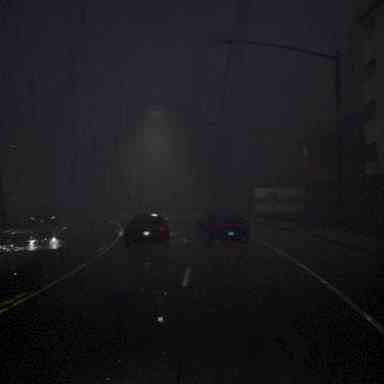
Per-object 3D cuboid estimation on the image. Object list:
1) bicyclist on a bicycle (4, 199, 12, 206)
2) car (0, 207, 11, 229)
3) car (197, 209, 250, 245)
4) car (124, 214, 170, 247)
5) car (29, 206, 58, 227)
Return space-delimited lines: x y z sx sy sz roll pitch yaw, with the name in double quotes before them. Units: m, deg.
"bicyclist on a bicycle" -40.711 2.371 73.465 1.656 1.620 0.582 1 -3 -21
"car" -14.784 1.850 24.657 1.882 1.535 5.008 0 -1 -21
"car" 1.377 1.585 16.288 1.882 1.535 5.008 -1 0 -6
"car" -2.098 1.712 15.881 1.994 1.385 4.181 -1 0 -6
"car" -11.570 1.869 26.069 1.812 1.442 4.674 -1 -1 -21
